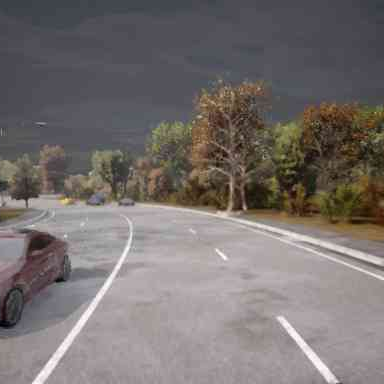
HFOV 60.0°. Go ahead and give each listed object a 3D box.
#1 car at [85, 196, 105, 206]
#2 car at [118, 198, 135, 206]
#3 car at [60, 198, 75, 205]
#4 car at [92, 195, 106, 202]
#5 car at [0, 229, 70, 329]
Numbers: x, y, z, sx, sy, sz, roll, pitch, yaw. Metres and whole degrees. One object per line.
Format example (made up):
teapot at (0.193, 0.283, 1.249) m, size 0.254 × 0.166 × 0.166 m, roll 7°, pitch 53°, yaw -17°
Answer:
car at (-19.072, 1.972, 64.010) m, size 2.033 × 1.411 × 5.357 m, roll -2°, pitch 1°, yaw -33°
car at (-11.553, 1.776, 58.144) m, size 1.994 × 1.385 × 4.181 m, roll -2°, pitch 0°, yaw -30°
car at (-28.950, 2.147, 77.291) m, size 1.882 × 1.535 × 5.008 m, roll -3°, pitch 2°, yaw -42°
car at (-20.818, 1.635, 72.642) m, size 2.150 × 2.045 × 5.566 m, roll -3°, pitch 1°, yaw -38°
car at (-4.004, 1.571, 7.100) m, size 1.812 × 1.442 × 4.674 m, roll 0°, pitch 0°, yaw -4°
